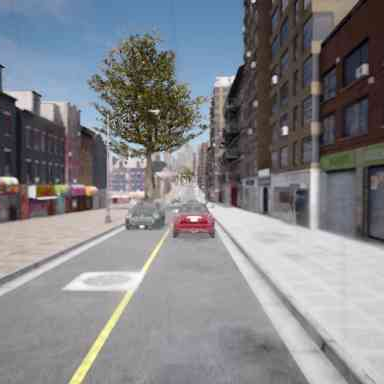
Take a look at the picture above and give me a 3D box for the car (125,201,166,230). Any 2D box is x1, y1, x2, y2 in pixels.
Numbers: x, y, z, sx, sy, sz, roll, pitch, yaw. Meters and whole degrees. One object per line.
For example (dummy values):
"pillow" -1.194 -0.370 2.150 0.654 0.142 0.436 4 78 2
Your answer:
"car" -2.845 1.375 21.038 2.097 1.767 4.553 0 0 0

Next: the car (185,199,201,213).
"car" 0.109 1.676 40.753 1.837 1.490 4.892 0 -1 0

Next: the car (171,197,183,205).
"car" -2.737 1.633 61.853 2.033 1.411 5.357 0 -1 0

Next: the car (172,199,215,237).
"car" 0.102 1.363 18.115 2.097 1.767 4.553 0 0 0
